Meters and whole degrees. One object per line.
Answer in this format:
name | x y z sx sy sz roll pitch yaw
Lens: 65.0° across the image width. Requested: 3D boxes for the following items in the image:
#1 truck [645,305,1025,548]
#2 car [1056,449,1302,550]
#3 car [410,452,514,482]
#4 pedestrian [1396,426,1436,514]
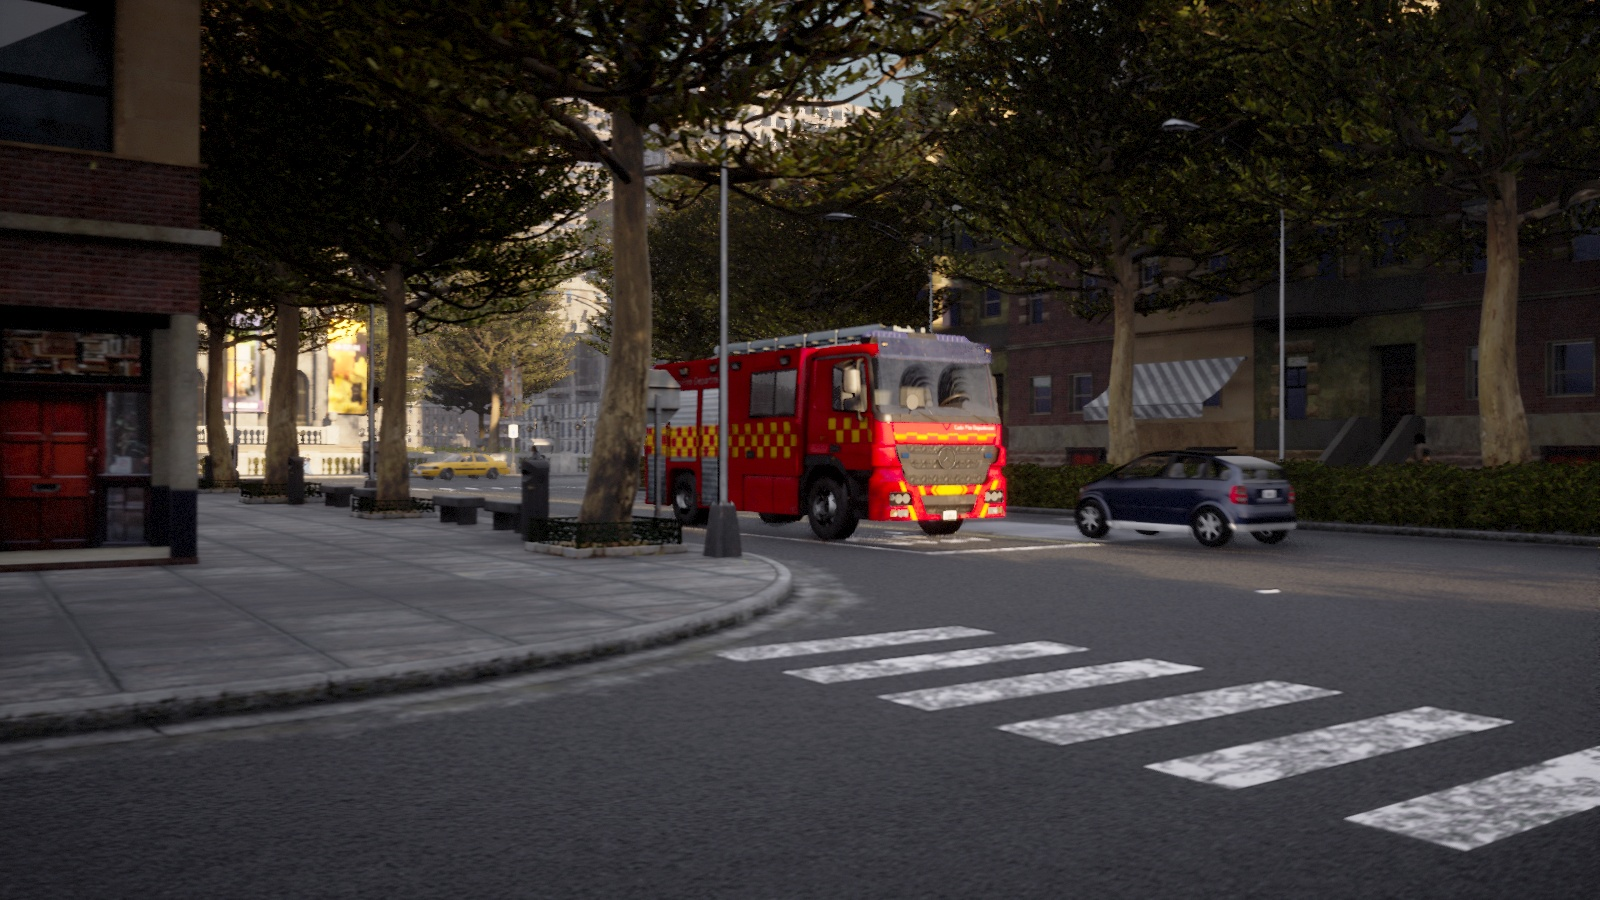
truck | 0.262 -0.365 24.098 2.891 3.827 8.468 0 0 -34
car | 6.343 0.761 21.352 1.789 1.549 3.705 0 0 -34
car | -17.994 0.881 67.064 1.801 1.575 5.366 0 0 38
pedestrian | 13.656 0.434 27.830 0.396 1.930 0.692 0 0 -24
